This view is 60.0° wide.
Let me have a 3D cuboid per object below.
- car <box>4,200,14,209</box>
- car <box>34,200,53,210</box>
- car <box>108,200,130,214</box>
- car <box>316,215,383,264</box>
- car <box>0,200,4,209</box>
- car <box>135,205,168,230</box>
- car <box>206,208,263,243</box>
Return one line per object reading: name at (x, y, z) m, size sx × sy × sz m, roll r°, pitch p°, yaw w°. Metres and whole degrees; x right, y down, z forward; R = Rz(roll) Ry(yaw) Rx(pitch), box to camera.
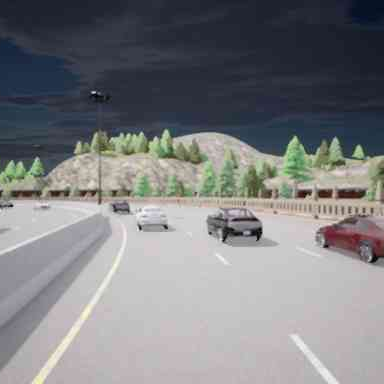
car at (-31.456, 2.086, 56.130) m, size 2.033 × 1.411 × 5.357 m, roll 0°, pitch 0°, yaw -39°
car at (-22.080, 1.918, 49.146) m, size 1.812 × 1.442 × 4.674 m, roll 0°, pitch 0°, yaw -33°
car at (-8.619, 1.705, 39.240) m, size 2.128 × 1.511 × 4.902 m, roll 0°, pitch 0°, yaw -24°
car at (6.179, 1.529, 11.759) m, size 1.812 × 1.442 × 4.674 m, roll 0°, pitch 0°, yaw -6°
car at (-12.969, 1.365, 19.001) m, size 2.150 × 2.045 × 5.566 m, roll 0°, pitch 0°, yaw -13°
car at (-2.767, 1.618, 22.084) m, size 1.812 × 1.442 × 4.674 m, roll 0°, pitch 0°, yaw -13°
car at (1.943, 1.534, 16.459) m, size 2.128 × 1.511 × 4.902 m, roll 0°, pitch 0°, yaw -9°
